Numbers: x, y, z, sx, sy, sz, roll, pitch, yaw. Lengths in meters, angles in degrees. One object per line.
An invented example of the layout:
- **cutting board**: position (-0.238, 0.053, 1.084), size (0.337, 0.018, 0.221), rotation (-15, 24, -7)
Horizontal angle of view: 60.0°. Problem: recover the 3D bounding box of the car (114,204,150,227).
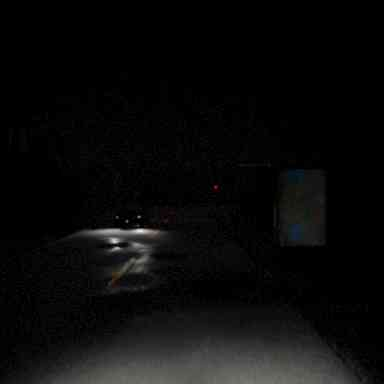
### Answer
- **car**: position (-3.999, 1.540, 22.837), size (1.812, 1.442, 4.674), rotation (0, 0, 0)
